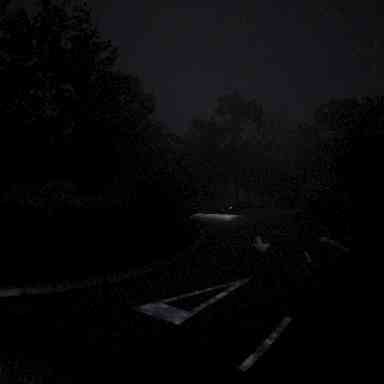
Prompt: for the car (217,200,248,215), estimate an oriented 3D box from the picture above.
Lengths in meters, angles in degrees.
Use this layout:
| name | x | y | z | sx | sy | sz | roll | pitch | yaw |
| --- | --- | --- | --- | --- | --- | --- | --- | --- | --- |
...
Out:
| name | x | y | z | sx | sy | sz | roll | pitch | yaw |
| --- | --- | --- | --- | --- | --- | --- | --- | --- | --- |
| car | 4.446 | 1.602 | 35.982 | 1.837 | 1.490 | 4.892 | -2 | -1 | 33 |
